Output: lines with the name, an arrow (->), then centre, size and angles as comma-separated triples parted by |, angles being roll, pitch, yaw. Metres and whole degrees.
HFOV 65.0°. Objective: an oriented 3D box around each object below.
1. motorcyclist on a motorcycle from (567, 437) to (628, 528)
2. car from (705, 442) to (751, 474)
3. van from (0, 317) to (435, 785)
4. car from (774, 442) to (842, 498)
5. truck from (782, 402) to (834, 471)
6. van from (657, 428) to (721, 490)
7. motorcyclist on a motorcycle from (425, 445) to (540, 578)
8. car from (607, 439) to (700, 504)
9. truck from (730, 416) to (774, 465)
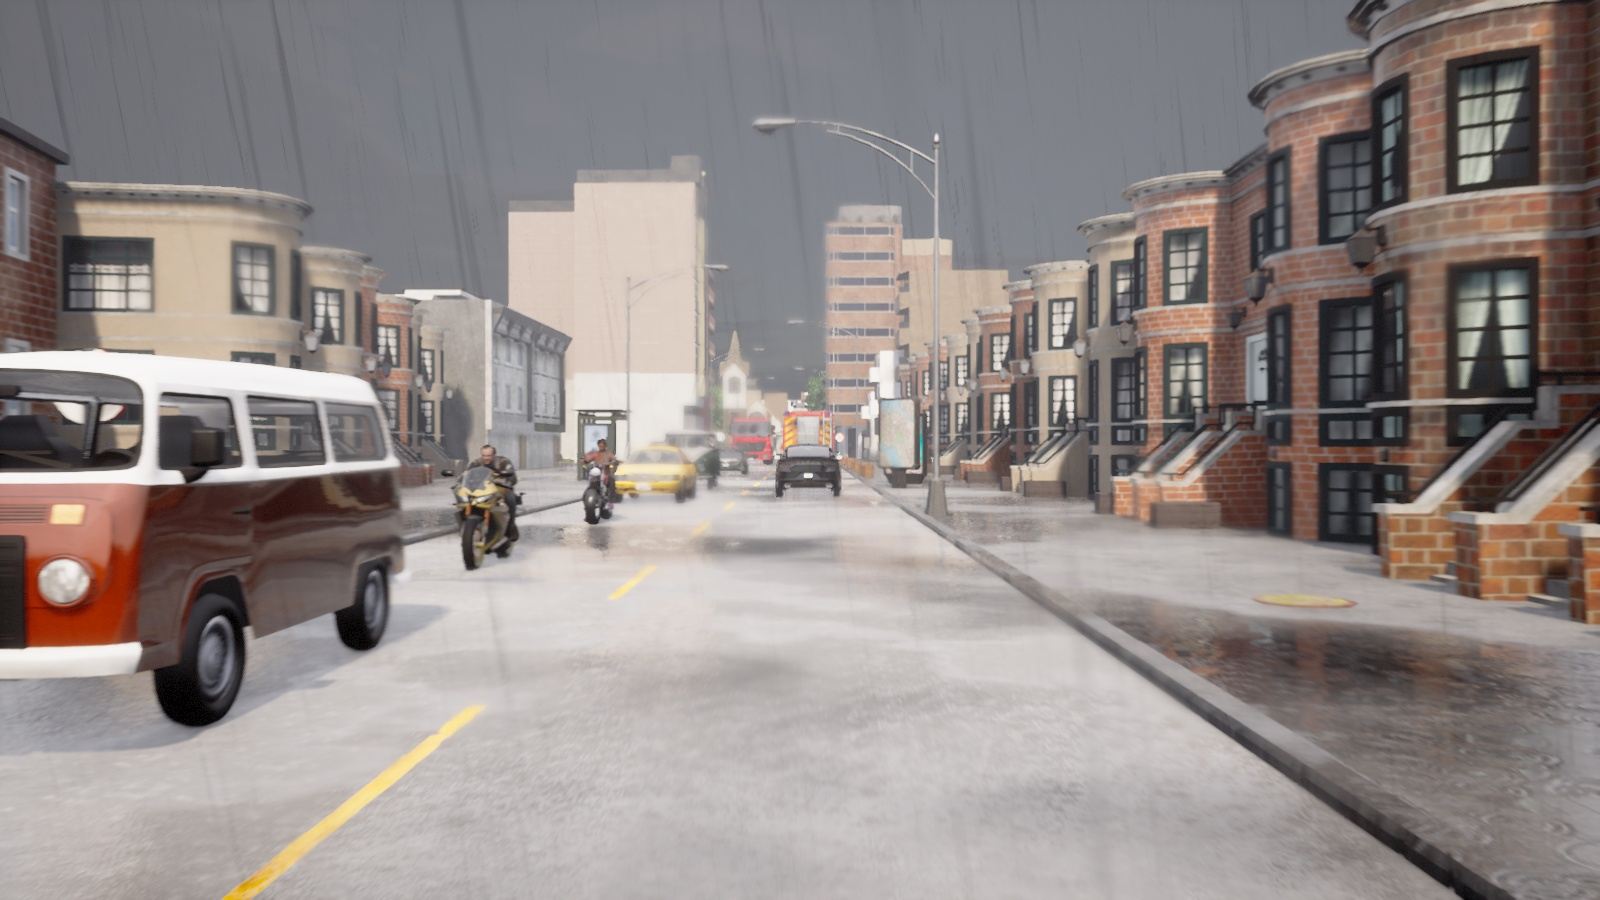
motorcyclist on a motorcycle -> -3.838, 0.576, 23.951 | 0.766, 1.649, 2.350 | 0, 0, 0
car -> -3.595, 0.379, 63.358 | 2.007, 1.525, 4.514 | 0, 0, 0
van -> -3.938, 0.429, 7.708 | 2.069, 2.038, 4.480 | 0, 0, 0
car -> 0.245, 0.540, 37.421 | 1.882, 1.535, 5.008 | 0, 0, 0
truck -> 0.470, -0.782, 74.091 | 2.891, 3.827, 8.468 | 0, 0, 0
van -> -3.721, 0.286, 42.849 | 1.775, 1.987, 4.442 | 0, 0, 0
motorcyclist on a motorcycle -> -3.889, 0.702, 15.581 | 0.866, 1.530, 2.191 | 0, 0, 0
car -> -3.780, 0.519, 33.210 | 1.801, 1.575, 5.366 | 0, 0, 0
truck -> -3.447, -0.693, 92.532 | 2.891, 3.462, 7.936 | 0, 0, 0
